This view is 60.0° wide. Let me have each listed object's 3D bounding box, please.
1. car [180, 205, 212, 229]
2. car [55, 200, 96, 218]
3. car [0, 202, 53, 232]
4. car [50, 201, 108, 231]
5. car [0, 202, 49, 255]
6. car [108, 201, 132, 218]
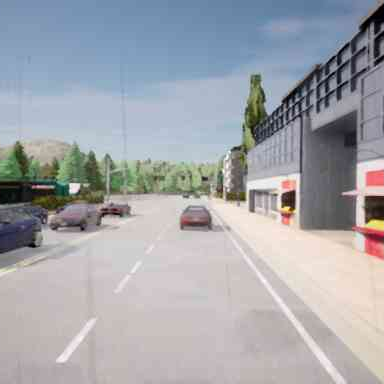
[{"bbox_3d":[0.261,1.547,21.446,1.994,1.385,4.181,1,0,1],"label":"car"},{"bbox_3d":[-10.156,1.466,29.384,1.895,1.301,4.718,1,0,1],"label":"car"},{"bbox_3d":[-10.259,1.406,19.979,1.812,1.442,4.674,1,0,1],"label":"car"},{"bbox_3d":[-6.759,1.443,19.932,1.812,1.442,4.674,1,0,1],"label":"car"},{"bbox_3d":[-6.969,1.267,11.226,2.097,1.767,4.553,1,0,1],"label":"car"},{"bbox_3d":[-6.656,1.503,29.336,1.895,1.301,4.718,1,0,1],"label":"car"}]
